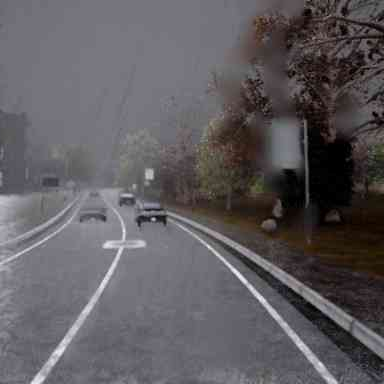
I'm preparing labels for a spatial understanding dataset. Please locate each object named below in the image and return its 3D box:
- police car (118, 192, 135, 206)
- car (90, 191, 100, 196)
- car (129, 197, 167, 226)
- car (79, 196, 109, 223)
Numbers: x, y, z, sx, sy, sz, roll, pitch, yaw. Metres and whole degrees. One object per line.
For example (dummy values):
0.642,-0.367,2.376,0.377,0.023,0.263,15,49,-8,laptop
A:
-8.110,0.858,41.111,1.930,1.638,5.238,1,1,-17,police car
-18.461,0.410,63.130,1.895,1.301,4.718,1,1,-16,car
-2.821,1.360,22.089,2.128,1.511,4.902,1,1,-13,car
-6.997,1.312,23.912,2.033,1.411,5.357,1,1,-14,car
